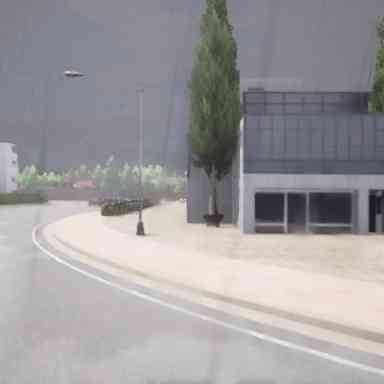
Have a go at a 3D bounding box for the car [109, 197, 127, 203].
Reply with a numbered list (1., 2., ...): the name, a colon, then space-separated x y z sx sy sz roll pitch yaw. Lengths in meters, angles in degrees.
1. car: -13.323 1.712 61.758 1.882 1.535 5.008 0 0 1

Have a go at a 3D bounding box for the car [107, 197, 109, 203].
1. car: -16.699 1.739 67.683 1.837 1.490 4.892 0 0 1

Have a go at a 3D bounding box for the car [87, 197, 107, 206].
1. car: -16.892 1.712 58.538 1.812 1.442 4.674 0 0 1
